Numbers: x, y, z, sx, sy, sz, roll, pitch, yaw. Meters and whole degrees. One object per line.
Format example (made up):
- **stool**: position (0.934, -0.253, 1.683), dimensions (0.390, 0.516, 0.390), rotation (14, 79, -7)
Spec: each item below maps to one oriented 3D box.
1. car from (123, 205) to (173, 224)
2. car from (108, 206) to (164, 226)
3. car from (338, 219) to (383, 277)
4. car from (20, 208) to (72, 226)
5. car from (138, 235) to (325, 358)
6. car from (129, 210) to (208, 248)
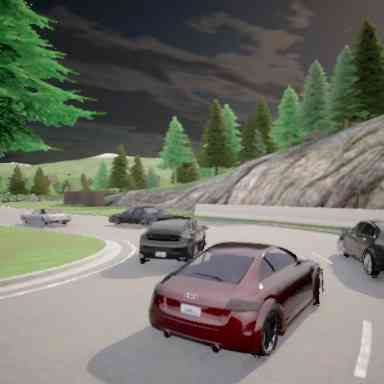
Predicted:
- **car**: position (-3.849, 1.895, 28.885), dimensions (4.181, 1.385, 1.994), rotation (-1, -1, 39)
- **car**: position (-3.918, 1.837, 24.925), dimensions (5.357, 1.411, 2.033), rotation (-1, -1, 36)
- **car**: position (6.002, 1.591, 10.354), dimensions (1.837, 1.490, 4.892), rotation (0, 0, 11)
- **car**: position (-11.541, 1.941, 26.172), dimensions (4.718, 1.301, 1.895), rotation (-1, -1, 37)
- **car**: position (1.107, 1.630, 6.320), dimensions (1.994, 1.385, 4.181), rotation (-1, -1, 34)
- **car**: position (-0.586, 1.645, 12.394), dimensions (1.837, 1.490, 4.892), rotation (2, 0, 8)
